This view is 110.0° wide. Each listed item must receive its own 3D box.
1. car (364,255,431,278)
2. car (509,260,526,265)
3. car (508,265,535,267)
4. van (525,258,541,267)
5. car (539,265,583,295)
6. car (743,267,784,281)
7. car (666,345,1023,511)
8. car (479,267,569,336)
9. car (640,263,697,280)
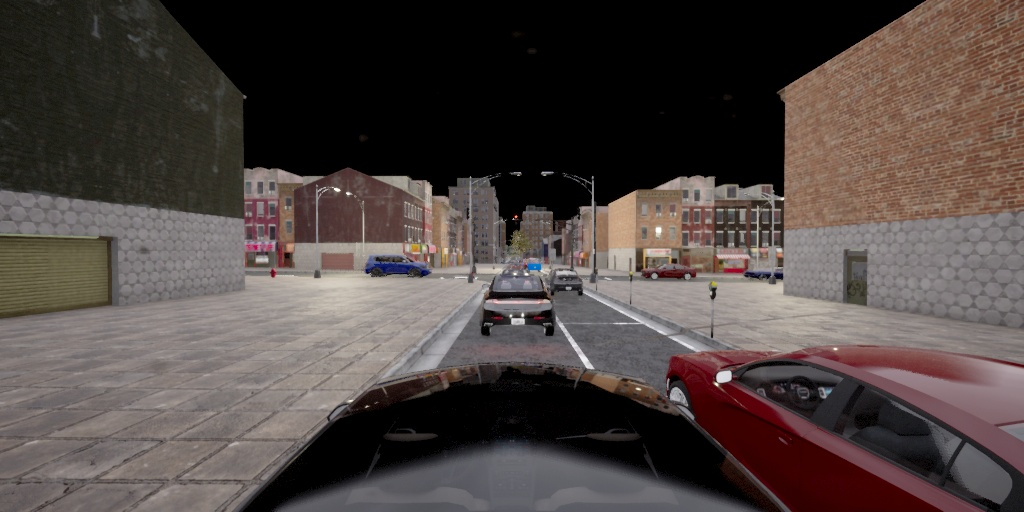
[{"bbox_3d":[-9.967,0.920,31.438,5.566,2.045,2.150,1,1,-1],"label":"car"},{"bbox_3d":[0.440,1.475,46.161,1.895,1.301,4.718,0,0,-1],"label":"car"},{"bbox_3d":[0.219,1.371,20.436,1.895,1.301,4.718,0,0,1],"label":"car"},{"bbox_3d":[2.860,1.215,46.258,1.690,1.789,3.998,0,0,0],"label":"van"},{"bbox_3d":[2.723,1.318,19.303,2.007,1.370,4.403,0,0,0],"label":"car"},{"bbox_3d":[24.823,1.719,34.127,4.718,1.301,1.895,1,1,0],"label":"car"},{"bbox_3d":[2.638,1.294,2.428,1.888,1.381,4.507,0,0,0],"label":"car"},{"bbox_3d":[0.142,1.244,10.393,2.128,1.511,4.902,0,0,0],"label":"car"},{"bbox_3d":[14.863,1.466,34.192,5.008,1.535,1.882,1,1,0],"label":"car"}]
